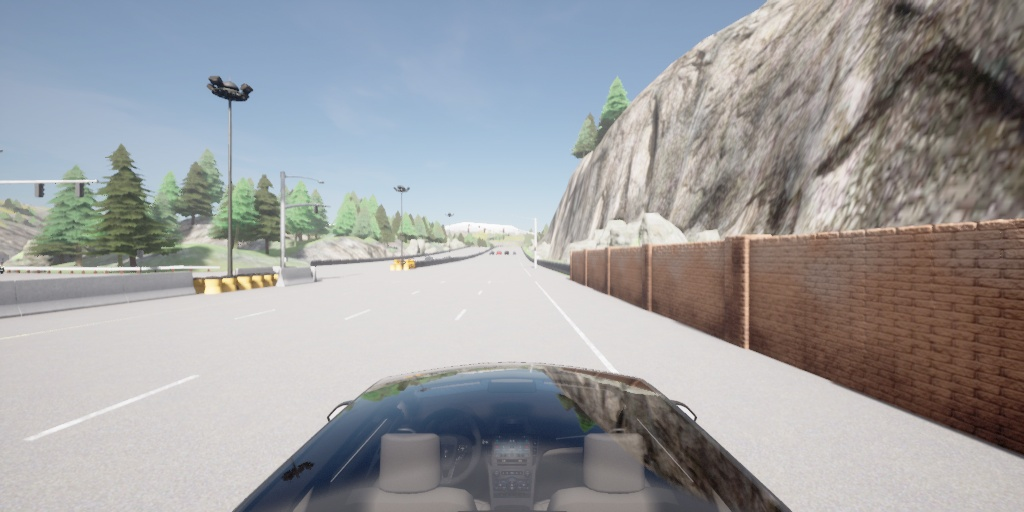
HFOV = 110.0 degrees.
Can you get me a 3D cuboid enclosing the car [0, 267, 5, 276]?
[{"bbox_3d":[-52.130,1.322,34.851,4.718,1.301,1.895,0,0,11],"label":"car"}]
